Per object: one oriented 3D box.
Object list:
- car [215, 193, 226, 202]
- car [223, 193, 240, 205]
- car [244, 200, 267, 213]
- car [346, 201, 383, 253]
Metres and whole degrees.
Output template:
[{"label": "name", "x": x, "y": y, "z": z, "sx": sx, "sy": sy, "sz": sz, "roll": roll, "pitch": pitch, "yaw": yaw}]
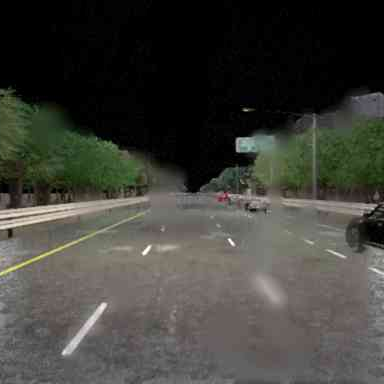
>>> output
[{"label": "car", "x": 7.251, "y": 1.168, "z": 77.465, "sx": 2.150, "sy": 2.045, "sz": 5.566, "roll": 0, "pitch": 0, "yaw": 0}, {"label": "car", "x": 7.161, "y": 1.456, "z": 57.416, "sx": 2.128, "sy": 1.511, "sz": 4.902, "roll": 0, "pitch": 0, "yaw": 0}, {"label": "car", "x": 7.073, "y": 1.555, "z": 37.476, "sx": 1.994, "sy": 1.385, "sz": 4.181, "roll": 0, "pitch": 0, "yaw": 0}, {"label": "car", "x": 7.004, "y": 1.223, "z": 10.482, "sx": 2.150, "sy": 2.045, "sz": 5.566, "roll": 0, "pitch": 0, "yaw": 0}]
